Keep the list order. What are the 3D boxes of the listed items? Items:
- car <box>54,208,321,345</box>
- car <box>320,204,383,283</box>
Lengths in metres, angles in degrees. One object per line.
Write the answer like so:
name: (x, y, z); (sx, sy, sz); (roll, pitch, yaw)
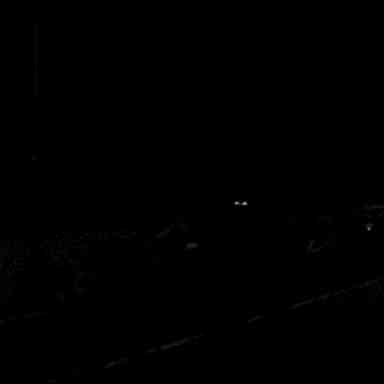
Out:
car: (0.043, 1.316, 6.569); (5.009, 1.841, 2.192); (0, 0, -36)
car: (4.627, 1.317, 9.855); (5.009, 1.841, 2.192); (0, 0, -36)
